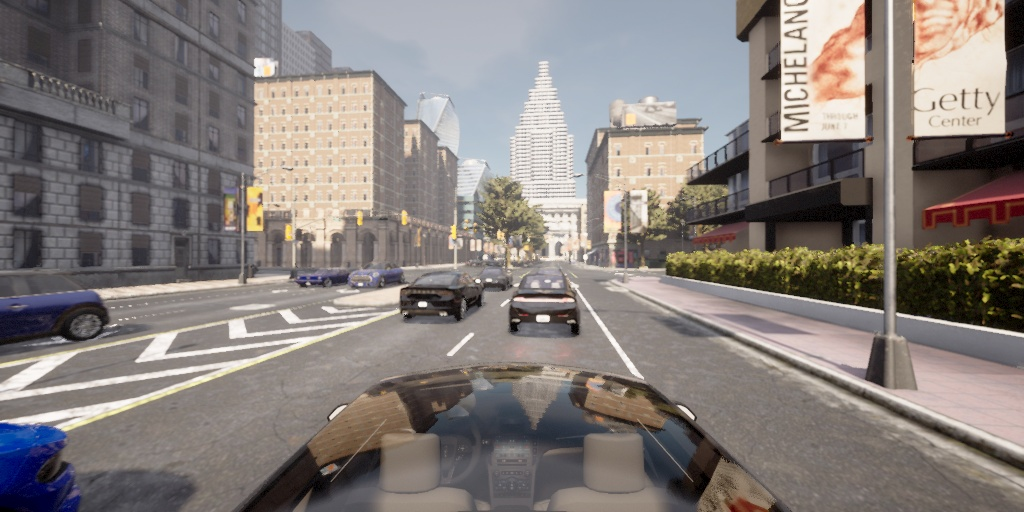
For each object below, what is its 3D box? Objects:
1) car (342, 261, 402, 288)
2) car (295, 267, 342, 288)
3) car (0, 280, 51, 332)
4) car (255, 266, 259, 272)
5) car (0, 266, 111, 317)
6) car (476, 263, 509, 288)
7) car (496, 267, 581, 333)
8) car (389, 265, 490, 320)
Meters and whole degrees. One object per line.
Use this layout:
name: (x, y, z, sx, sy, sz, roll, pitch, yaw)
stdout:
car: (-9.092, 1.166, 24.358, 2.097, 1.767, 4.553, 0, 0, 7)
car: (-12.569, 1.457, 24.756, 1.895, 1.301, 4.718, 0, 0, 7)
car: (-14.603, 1.360, 8.177, 1.895, 1.301, 4.718, 0, 0, 7)
car: (-33.191, 1.362, 43.260, 4.892, 1.490, 1.837, 0, 0, 6)
car: (-11.216, 1.109, 6.950, 2.097, 1.767, 4.553, 0, 0, 7)
car: (-1.101, 1.382, 22.945, 1.994, 1.385, 4.181, 0, 0, 7)
car: (1.020, 1.273, 10.904, 2.128, 1.511, 4.902, 0, 0, 7)
car: (-2.286, 1.262, 12.872, 1.882, 1.535, 5.008, 0, 0, 7)
